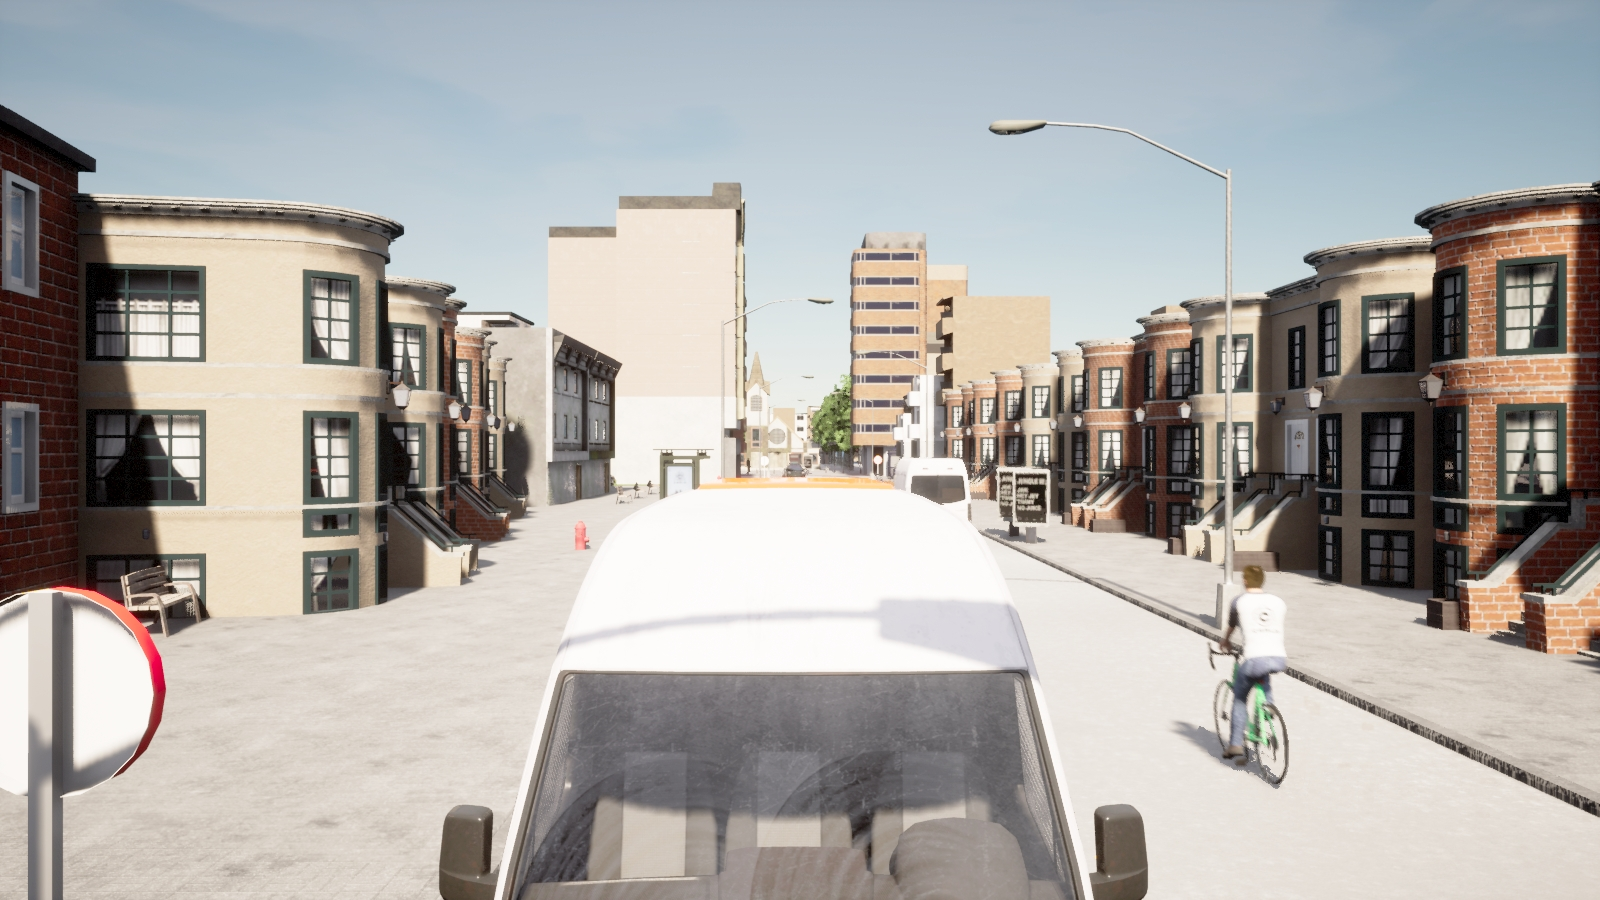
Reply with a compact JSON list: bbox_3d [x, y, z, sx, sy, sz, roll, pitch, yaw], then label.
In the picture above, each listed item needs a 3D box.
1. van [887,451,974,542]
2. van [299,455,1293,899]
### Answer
[{"bbox_3d":[3.891,1.315,35.136,1.988,2.561,5.915,0,0,0],"label":"van"},{"bbox_3d":[-0.019,1.314,5.243,1.988,2.561,5.915,0,0,0],"label":"van"}]
